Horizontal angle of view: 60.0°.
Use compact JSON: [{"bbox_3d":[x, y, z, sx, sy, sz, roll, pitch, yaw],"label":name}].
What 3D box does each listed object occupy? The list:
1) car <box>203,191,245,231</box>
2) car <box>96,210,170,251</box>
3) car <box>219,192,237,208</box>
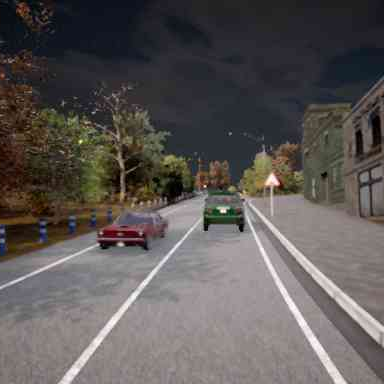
[{"bbox_3d":[1.852,0.968,19.029,2.150,2.045,5.566,0,1,7],"label":"car"},{"bbox_3d":[-2.249,1.481,13.769,1.895,1.301,4.718,0,1,7],"label":"car"},{"bbox_3d":[4.062,0.825,37.401,1.882,1.535,5.008,0,1,7],"label":"car"}]
